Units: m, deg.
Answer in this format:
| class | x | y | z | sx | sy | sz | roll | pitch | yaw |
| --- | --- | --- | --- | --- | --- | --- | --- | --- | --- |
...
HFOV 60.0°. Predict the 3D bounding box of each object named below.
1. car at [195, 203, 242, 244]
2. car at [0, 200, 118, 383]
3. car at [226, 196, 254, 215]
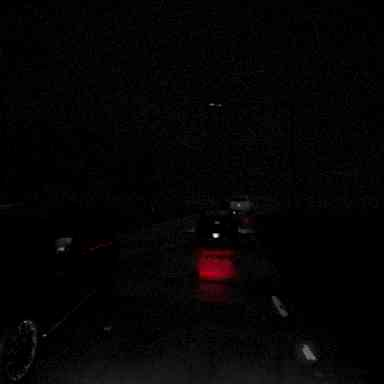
| class | x | y | z | sx | sy | sz | roll | pitch | yaw |
| --- | --- | --- | --- | --- | --- | --- | --- | --- | --- |
| car | 1.244 | 1.490 | 15.734 | 1.837 | 1.490 | 4.892 | 0 | 0 | 7 |
| car | -2.871 | 1.196 | 5.551 | 2.150 | 2.045 | 5.566 | 0 | 0 | 3 |
| car | 5.634 | 1.457 | 36.998 | 2.150 | 2.045 | 5.566 | -1 | -1 | 16 |
